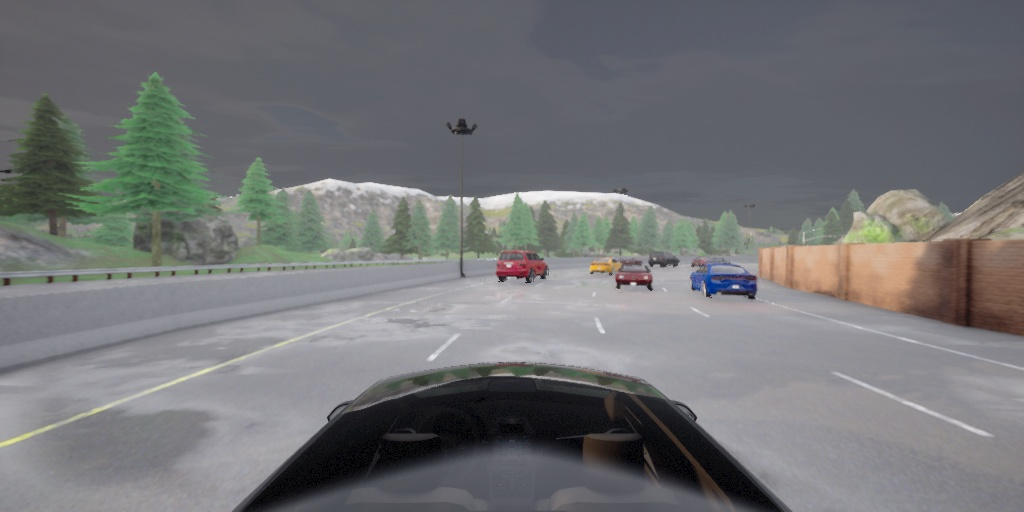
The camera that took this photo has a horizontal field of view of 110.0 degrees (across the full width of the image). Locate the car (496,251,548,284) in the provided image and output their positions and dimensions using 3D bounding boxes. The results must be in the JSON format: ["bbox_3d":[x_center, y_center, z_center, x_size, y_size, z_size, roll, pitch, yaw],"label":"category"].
[{"bbox_3d":[0.784,0.683,24.308,2.150,2.045,5.566,0,1,21],"label":"car"}]

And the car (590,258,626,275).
[{"bbox_3d":[8.555,0.879,32.438,1.882,1.535,5.008,1,1,29],"label":"car"}]

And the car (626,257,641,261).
[{"bbox_3d":[15.966,0.841,48.123,1.895,1.301,4.718,1,1,44],"label":"car"}]

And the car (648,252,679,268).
[{"bbox_3d":[20.033,0.497,47.358,5.566,2.045,2.150,-1,1,-44],"label":"car"}]

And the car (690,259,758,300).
[{"bbox_3d":[9.831,1.086,16.996,1.882,1.535,5.008,0,1,16],"label":"car"}]

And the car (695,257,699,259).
[{"bbox_3d":[25.447,0.828,47.539,4.674,1.442,1.812,0,1,-41],"label":"car"}]

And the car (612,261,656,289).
[{"bbox_3d":[7.204,1.142,20.999,1.895,1.301,4.718,1,1,21],"label":"car"}]

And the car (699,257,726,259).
[{"bbox_3d":[24.284,0.914,42.007,5.357,1.411,2.033,0,1,-42],"label":"car"}]
